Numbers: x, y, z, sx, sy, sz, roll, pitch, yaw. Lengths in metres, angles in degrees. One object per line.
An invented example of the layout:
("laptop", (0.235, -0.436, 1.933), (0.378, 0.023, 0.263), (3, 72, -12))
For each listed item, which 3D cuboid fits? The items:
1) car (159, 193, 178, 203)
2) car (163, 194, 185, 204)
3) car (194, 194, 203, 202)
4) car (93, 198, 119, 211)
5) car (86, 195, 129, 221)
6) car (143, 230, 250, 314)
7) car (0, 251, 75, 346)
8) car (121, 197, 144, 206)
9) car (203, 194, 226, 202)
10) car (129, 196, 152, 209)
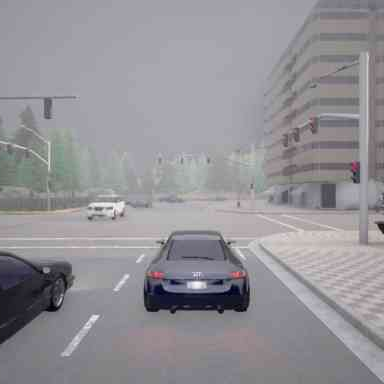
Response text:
("car", (-4.690, 1.221, 69.374), (2.150, 2.045, 5.566), (0, 0, 27))
("car", (-3.216, 1.601, 64.221), (1.895, 1.301, 4.718), (0, 0, 25))
("car", (2.687, 1.351, 78.980), (4.553, 1.767, 2.097), (0, 0, -45))
("car", (-10.463, 1.526, 40.878), (1.812, 1.442, 4.674), (0, 0, 1))
("car", (-7.075, 1.252, 27.882), (2.150, 2.045, 5.566), (0, 0, 0))
("car", (0.091, 1.564, 7.703), (1.994, 1.385, 4.181), (0, 0, 0))
("car", (-3.427, 1.547, 4.668), (2.033, 1.411, 5.357), (0, 0, 0))
("car", (-9.647, 1.547, 54.469), (2.033, 1.411, 5.357), (0, 0, 8))
("car", (5.624, 1.534, 76.950), (5.357, 1.411, 2.033), (0, 0, -45))
("car", (-6.828, 1.352, 45.572), (2.097, 1.767, 4.553), (0, 0, 3))
